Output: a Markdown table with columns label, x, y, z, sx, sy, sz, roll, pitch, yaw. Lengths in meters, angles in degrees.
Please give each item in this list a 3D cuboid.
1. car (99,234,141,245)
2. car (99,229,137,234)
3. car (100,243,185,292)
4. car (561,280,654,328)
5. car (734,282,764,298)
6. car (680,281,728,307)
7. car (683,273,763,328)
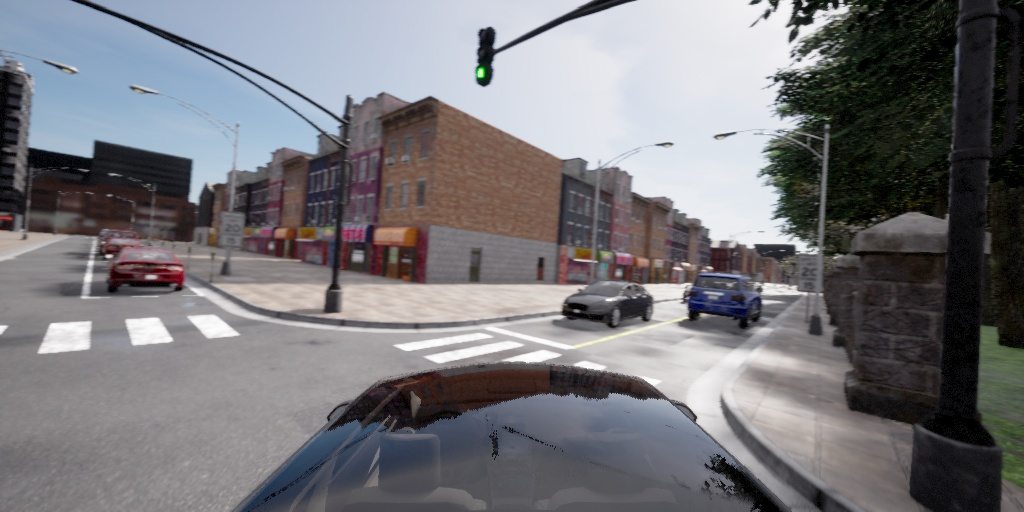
| label | x | y | z | sx | sy | sz | roll | pitch | yaw |
| --- | --- | --- | --- | --- | --- | --- | --- | --- | --- |
| car | -25.090 | -0.470 | 23.099 | 4.507 | 1.381 | 1.888 | 0 | 0 | 41 |
| car | -29.195 | -0.985 | 26.654 | 5.009 | 1.841 | 2.192 | 0 | 0 | 41 |
| car | -12.777 | 0.391 | 12.436 | 4.507 | 1.381 | 1.888 | 0 | 0 | 41 |
| car | 3.736 | 1.679 | 13.454 | 1.837 | 1.490 | 4.892 | 3 | -1 | 42 |
| car | 26.436 | 3.728 | 39.883 | 2.033 | 1.411 | 5.357 | 3 | -1 | 41 |
| car | 13.282 | 2.523 | 24.637 | 1.837 | 1.490 | 4.892 | 3 | -1 | 41 |
| car | 9.433 | 1.839 | 15.742 | 2.150 | 2.045 | 5.566 | 3 | -1 | 41 |
